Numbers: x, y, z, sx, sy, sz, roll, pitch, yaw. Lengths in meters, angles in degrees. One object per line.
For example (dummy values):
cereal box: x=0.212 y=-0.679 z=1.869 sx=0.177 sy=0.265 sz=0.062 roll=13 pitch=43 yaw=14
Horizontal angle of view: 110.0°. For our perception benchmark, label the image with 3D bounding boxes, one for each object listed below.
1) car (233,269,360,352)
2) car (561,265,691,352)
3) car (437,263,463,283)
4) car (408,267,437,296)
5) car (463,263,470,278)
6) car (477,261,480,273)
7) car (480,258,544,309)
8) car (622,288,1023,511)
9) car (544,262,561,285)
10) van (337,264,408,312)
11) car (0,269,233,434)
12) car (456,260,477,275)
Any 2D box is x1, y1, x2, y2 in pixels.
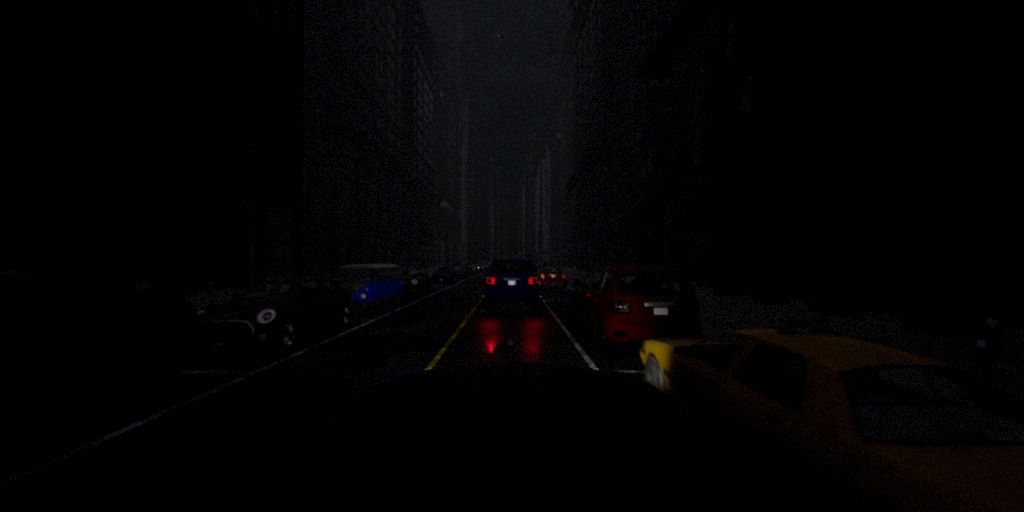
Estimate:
car: x=-5.766 y=1.259 z=9.032 sx=1.967 sy=1.591 sz=4.097 roll=0 pitch=0 yaw=0
car: x=2.759 y=1.134 z=9.038 sx=2.192 sy=1.841 sz=5.009 roll=0 pitch=0 yaw=0
car: x=-5.780 y=1.599 z=31.437 sx=1.948 sy=1.339 sz=4.313 roll=0 pitch=0 yaw=0
car: x=-5.773 y=1.366 z=20.235 sx=1.967 sy=1.591 sz=4.097 roll=0 pitch=0 yaw=0
car: x=-5.783 y=1.668 z=37.039 sx=1.802 sy=1.307 sz=4.207 roll=0 pitch=0 yaw=0
car: x=-5.790 y=1.719 z=48.072 sx=1.751 sy=1.417 sz=4.829 roll=0 pitch=0 yaw=0
car: x=-0.007 y=1.101 z=15.859 sx=2.150 sy=2.045 sz=5.566 roll=0 pitch=0 yaw=0
car: x=2.762 y=1.291 z=3.606 sx=1.751 sy=1.417 sz=4.829 roll=0 pitch=0 yaw=0
car: x=2.749 y=1.419 z=25.844 sx=1.967 sy=1.591 sz=4.097 roll=0 pitch=0 yaw=0
van: x=-5.770 y=1.214 z=14.633 sx=1.690 sy=1.789 sz=3.998 roll=0 pitch=0 yaw=0
car: x=-5.763 y=1.081 z=3.430 sx=2.192 sy=1.841 sz=5.009 roll=0 pitch=0 yaw=0
car: x=-5.787 y=1.455 z=42.640 sx=2.192 sy=1.841 sz=5.009 roll=0 pitch=0 yaw=0
